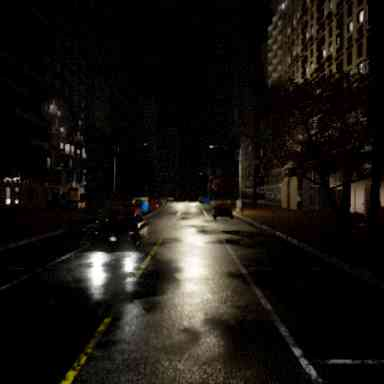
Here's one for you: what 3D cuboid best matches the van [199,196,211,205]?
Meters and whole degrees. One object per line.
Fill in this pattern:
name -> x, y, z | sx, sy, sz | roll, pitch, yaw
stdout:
van -> 2.703, 1.673, 63.631 | 1.690, 1.788, 3.998 | -1, 0, 0

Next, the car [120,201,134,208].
car -> -5.691, 1.640, 24.089 | 1.752, 1.417, 4.829 | -1, 0, 0

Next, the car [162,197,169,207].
car -> -5.675, 1.850, 58.009 | 2.008, 1.369, 4.403 | -1, 0, 0

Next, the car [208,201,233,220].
car -> 2.693, 1.727, 29.880 | 1.802, 1.307, 4.206 | -1, 0, 0

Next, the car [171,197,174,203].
car -> -5.662, 2.020, 86.132 | 2.008, 1.369, 4.403 | -1, 0, 0

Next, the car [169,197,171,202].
car -> -5.673, 1.883, 63.633 | 2.008, 1.369, 4.403 | -1, 0, 0

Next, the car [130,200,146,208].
car -> -5.688, 1.690, 29.883 | 1.887, 1.381, 4.507 | -1, 0, 0

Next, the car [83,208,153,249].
car -> -3.069, 1.633, 14.876 | 1.994, 1.385, 4.181 | 0, 0, 0

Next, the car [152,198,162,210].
car -> -5.680, 1.780, 46.758 | 1.887, 1.381, 4.507 | -1, 0, 0

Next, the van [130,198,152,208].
van -> -5.688, 1.516, 35.509 | 1.690, 1.788, 3.998 | -1, 0, 0

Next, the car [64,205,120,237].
car -> -5.693, 1.638, 18.633 | 2.008, 1.369, 4.403 | -1, 0, 0
